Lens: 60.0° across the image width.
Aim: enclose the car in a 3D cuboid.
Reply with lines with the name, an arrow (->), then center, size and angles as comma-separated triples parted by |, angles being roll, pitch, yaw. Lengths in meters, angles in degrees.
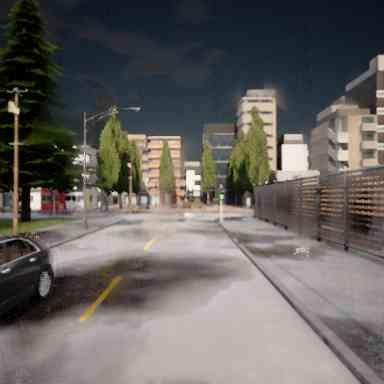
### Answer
car -> -4.097, 1.580, 5.841 | 1.837, 1.490, 4.892 | 0, -1, 0
